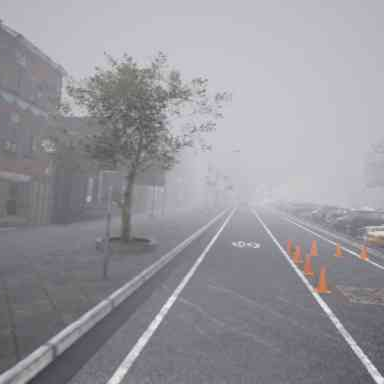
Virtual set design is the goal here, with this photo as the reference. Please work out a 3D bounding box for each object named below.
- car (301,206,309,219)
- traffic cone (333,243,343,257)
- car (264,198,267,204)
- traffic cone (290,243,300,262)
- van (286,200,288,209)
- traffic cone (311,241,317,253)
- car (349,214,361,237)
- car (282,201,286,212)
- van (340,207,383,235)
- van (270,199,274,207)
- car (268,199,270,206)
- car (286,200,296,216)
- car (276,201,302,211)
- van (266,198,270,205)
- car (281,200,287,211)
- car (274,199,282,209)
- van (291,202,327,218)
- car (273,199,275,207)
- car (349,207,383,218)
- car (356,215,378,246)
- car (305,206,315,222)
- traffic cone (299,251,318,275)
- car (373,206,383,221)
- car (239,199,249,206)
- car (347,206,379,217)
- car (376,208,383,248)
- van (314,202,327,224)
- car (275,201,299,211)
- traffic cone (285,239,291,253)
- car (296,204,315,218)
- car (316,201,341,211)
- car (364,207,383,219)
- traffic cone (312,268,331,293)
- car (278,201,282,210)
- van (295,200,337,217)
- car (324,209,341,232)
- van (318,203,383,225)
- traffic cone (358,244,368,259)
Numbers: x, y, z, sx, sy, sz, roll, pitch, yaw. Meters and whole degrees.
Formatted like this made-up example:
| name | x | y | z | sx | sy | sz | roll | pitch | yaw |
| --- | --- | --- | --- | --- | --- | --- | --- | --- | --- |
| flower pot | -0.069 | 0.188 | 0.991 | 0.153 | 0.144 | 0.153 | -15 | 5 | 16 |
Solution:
| name | x | y | z | sx | sy | sz | roll | pitch | yaw |
| --- | --- | --- | --- | --- | --- | --- | --- | --- | --- |
| car | 14.771 | 2.672 | 36.174 | 4.674 | 1.452 | 2.002 | 3 | 0 | 9 |
| traffic cone | 6.210 | 2.437 | 14.075 | 0.340 | 0.580 | 0.340 | 3 | -1 | 9 |
| car | 23.429 | 3.205 | 91.568 | 5.366 | 1.575 | 1.946 | 3 | 0 | 9 |
| traffic cone | 3.935 | 2.295 | 12.402 | 0.340 | 0.580 | 0.340 | 3 | -1 | 9 |
| van | 17.020 | 2.565 | 50.014 | 4.442 | 1.987 | 1.878 | 3 | 0 | 9 |
| traffic cone | 5.225 | 2.383 | 14.226 | 0.340 | 0.580 | 0.340 | 3 | -1 | 9 |
| car | 12.240 | 2.397 | 19.542 | 4.674 | 1.452 | 2.002 | 3 | -1 | 9 |
| car | 17.310 | 2.812 | 52.804 | 4.892 | 1.521 | 2.231 | 3 | 0 | 9 |
| van | 12.789 | 2.187 | 22.297 | 4.442 | 1.987 | 1.878 | 3 | -1 | 9 |
| van | 20.602 | 2.801 | 74.989 | 4.442 | 1.987 | 1.878 | 3 | 0 | 9 |
| car | 21.123 | 3.060 | 77.742 | 5.008 | 1.535 | 2.097 | 3 | 0 | 9 |
| car | 16.032 | 2.476 | 44.494 | 5.566 | 2.045 | 2.435 | 3 | 0 | 9 |
| car | 19.410 | 2.822 | 66.662 | 4.553 | 1.767 | 2.185 | 3 | 0 | 9 |
| van | 22.296 | 2.911 | 86.072 | 4.442 | 1.987 | 1.878 | 3 | 0 | 9 |
| car | 17.777 | 2.715 | 55.569 | 4.553 | 1.767 | 2.185 | 3 | 0 | 9 |
| car | 18.573 | 2.642 | 61.120 | 5.566 | 2.045 | 2.435 | 3 | 0 | 9 |
| van | 16.597 | 2.537 | 47.244 | 4.442 | 1.987 | 1.878 | 3 | 0 | 9 |
| car | 18.996 | 2.669 | 63.891 | 5.566 | 2.045 | 2.435 | 3 | 0 | 9 |
| car | 31.374 | 3.592 | 59.557 | 5.366 | 1.575 | 1.946 | 3 | 0 | 9 |
| car | 11.634 | 2.294 | 16.800 | 5.366 | 1.575 | 1.946 | 3 | -1 | 9 |
| car | 14.379 | 2.625 | 33.394 | 4.792 | 1.488 | 2.163 | 3 | 0 | 9 |
| traffic cone | 3.631 | 2.260 | 10.426 | 0.340 | 0.580 | 0.340 | 3 | -1 | 9 |
| car | 29.921 | 3.247 | 48.550 | 5.566 | 2.045 | 2.435 | 3 | 0 | 9 |
| car | 12.492 | 2.467 | 79.988 | 2.097 | 1.767 | 4.553 | 3 | 0 | 9 |
| car | 31.982 | 3.634 | 62.273 | 4.892 | 1.521 | 2.231 | 3 | 0 | 9 |
| car | 11.381 | 2.005 | 14.007 | 5.566 | 2.045 | 2.435 | 3 | -1 | 9 |
| van | 14.057 | 2.330 | 30.612 | 4.442 | 1.987 | 1.878 | 3 | 0 | 9 |
| car | 19.833 | 2.850 | 69.434 | 4.553 | 1.767 | 2.185 | 3 | 0 | 9 |
| traffic cone | 4.239 | 2.329 | 14.379 | 0.340 | 0.580 | 0.340 | 3 | -1 | 9 |
| car | 15.205 | 2.668 | 38.944 | 4.892 | 1.521 | 2.231 | 3 | 0 | 9 |
| car | 35.773 | 3.629 | 87.211 | 5.566 | 2.045 | 2.435 | 3 | 0 | 9 |
| car | 30.755 | 3.427 | 54.038 | 4.553 | 1.767 | 2.185 | 3 | 0 | 9 |
| traffic cone | 3.327 | 2.225 | 8.450 | 0.340 | 0.580 | 0.340 | 3 | -1 | 9 |
| car | 18.159 | 2.906 | 58.345 | 4.674 | 1.452 | 2.002 | 3 | 0 | 9 |
| van | 15.750 | 2.481 | 41.703 | 4.442 | 1.987 | 1.878 | 3 | 0 | 9 |
| car | 13.079 | 2.456 | 25.085 | 5.008 | 1.535 | 2.097 | 3 | -1 | 9 |
| van | 13.404 | 2.273 | 27.878 | 4.442 | 1.987 | 1.878 | 3 | -1 | 9 |
| traffic cone | 7.195 | 2.491 | 13.923 | 0.340 | 0.580 | 0.340 | 3 | -1 | 9 |
